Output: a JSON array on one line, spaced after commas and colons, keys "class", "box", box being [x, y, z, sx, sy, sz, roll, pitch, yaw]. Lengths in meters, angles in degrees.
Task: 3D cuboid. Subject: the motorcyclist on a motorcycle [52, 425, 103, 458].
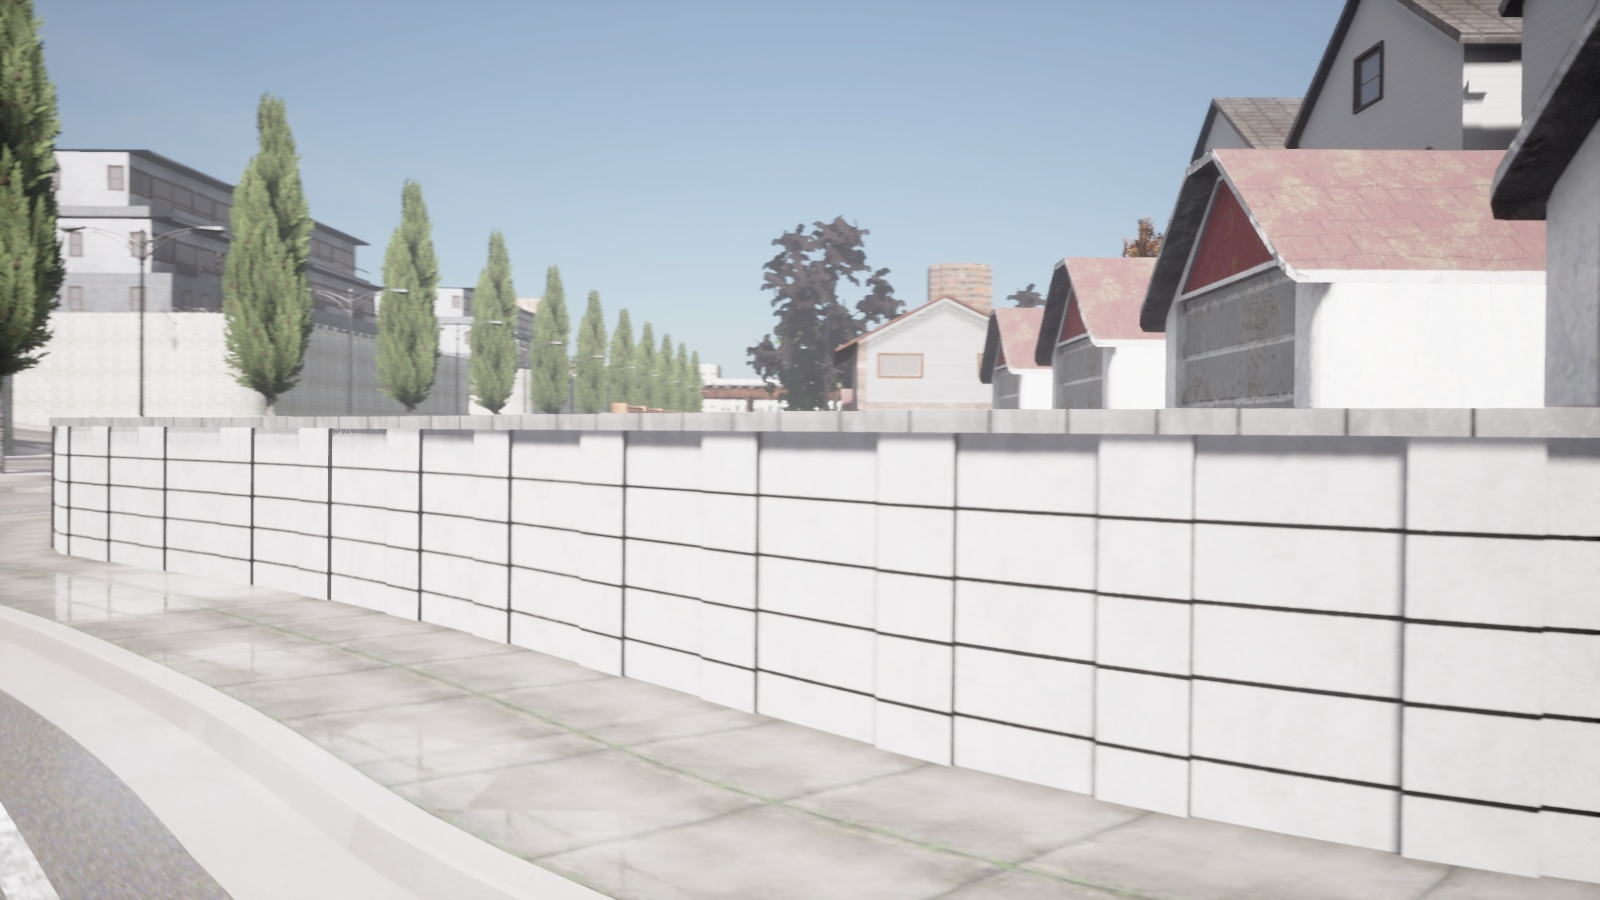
[{"class": "motorcyclist on a motorcycle", "box": [-40.841, -0.473, 70.985, 2.350, 1.649, 0.766, 4, 1, 2]}]
